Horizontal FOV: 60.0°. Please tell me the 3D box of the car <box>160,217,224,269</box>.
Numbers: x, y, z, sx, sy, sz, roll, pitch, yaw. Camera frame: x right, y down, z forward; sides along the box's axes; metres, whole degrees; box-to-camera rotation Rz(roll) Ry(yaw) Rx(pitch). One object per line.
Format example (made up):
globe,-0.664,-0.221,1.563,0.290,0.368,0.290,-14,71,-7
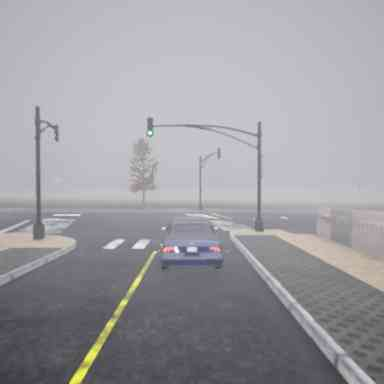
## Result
car,-0.066,1.542,11.142,2.033,1.411,5.357,0,0,-1
